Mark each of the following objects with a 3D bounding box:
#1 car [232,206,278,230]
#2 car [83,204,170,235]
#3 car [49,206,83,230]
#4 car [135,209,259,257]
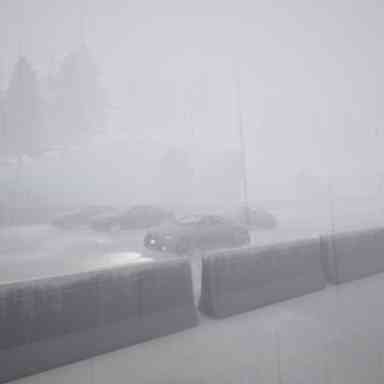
[{"bbox_3d":[2.933,1.517,18.954,4.181,1.385,1.994,0,0,-35],"label":"car"},{"bbox_3d":[-3.236,1.455,18.868,5.008,1.535,1.882,0,0,-35],"label":"car"},{"bbox_3d":[-6.436,1.508,20.887,4.674,1.442,1.812,0,0,-35],"label":"car"},{"bbox_3d":[0.263,1.545,12.766,4.181,1.385,1.994,0,0,-35],"label":"car"}]
